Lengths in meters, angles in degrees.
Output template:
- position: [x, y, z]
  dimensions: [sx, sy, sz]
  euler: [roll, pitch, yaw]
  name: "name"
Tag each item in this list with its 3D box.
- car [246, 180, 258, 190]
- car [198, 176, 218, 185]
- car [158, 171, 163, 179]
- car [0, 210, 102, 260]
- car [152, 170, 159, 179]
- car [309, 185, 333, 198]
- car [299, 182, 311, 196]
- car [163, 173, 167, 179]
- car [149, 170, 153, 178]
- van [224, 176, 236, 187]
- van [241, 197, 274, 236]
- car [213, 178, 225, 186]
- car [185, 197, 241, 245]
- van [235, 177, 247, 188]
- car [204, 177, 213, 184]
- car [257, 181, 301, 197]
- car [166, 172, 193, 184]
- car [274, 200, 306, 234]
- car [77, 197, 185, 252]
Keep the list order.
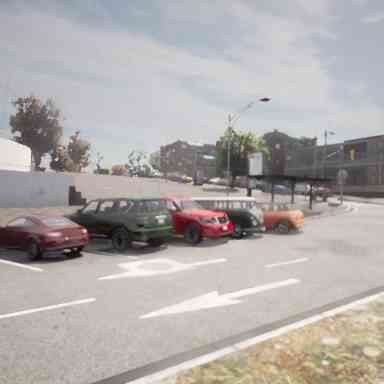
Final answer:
- position: [12.011, -1.085, 57.626]
  dimensions: [2.231, 1.521, 4.892]
  euler: [7, 3, 35]
  name: "car"
- position: [3.353, -2.411, 69.959]
  dimensions: [2.002, 1.452, 4.674]
  euler: [7, 3, 35]
  name: "car"
- position: [-5.419, -3.945, 82.179]
  dimensions: [2.185, 1.767, 4.553]
  euler: [6, 3, 34]
  name: "car"
- position: [-5.794, 1.530, 12.368]
  dimensions: [4.674, 1.452, 2.002]
  euler: [-1, -1, 35]
  name: "car"
- position: [-7.153, -4.180, 84.646]
  dimensions: [2.185, 1.767, 4.553]
  euler: [4, 1, 33]
  name: "car"
- position: [18.929, 0.045, 47.780]
  dimensions: [2.002, 1.452, 4.674]
  euler: [7, 3, 35]
  name: "car"
- position: [17.233, -0.518, 50.249]
  dimensions: [2.435, 2.045, 5.566]
  euler: [7, 3, 35]
  name: "car"
- position: [-3.621, -3.794, 79.716]
  dimensions: [2.435, 2.045, 5.566]
  euler: [7, 4, 34]
  name: "car"
- position: [-8.928, -4.458, 86.991]
  dimensions: [2.435, 2.045, 5.566]
  euler: [1, -1, 34]
  name: "car"
- position: [8.513, -1.857, 62.454]
  dimensions: [1.878, 1.987, 4.442]
  euler: [7, 4, 35]
  name: "van"
- position: [1.677, 1.262, 17.512]
  dimensions: [4.442, 1.987, 1.878]
  euler: [-1, -1, 35]
  name: "van"
- position: [6.935, -1.906, 65.182]
  dimensions: [1.946, 1.575, 5.366]
  euler: [7, 3, 35]
  name: "car"
- position: [-0.859, 1.238, 15.838]
  dimensions: [5.566, 2.045, 2.435]
  euler: [-1, -1, 35]
  name: "car"
- position: [10.246, -1.584, 59.985]
  dimensions: [1.878, 1.987, 4.442]
  euler: [7, 4, 35]
  name: "van"
- position: [5.099, -2.137, 67.500]
  dimensions: [2.002, 1.452, 4.674]
  euler: [7, 4, 35]
  name: "car"
- position: [11.236, -0.288, 43.378]
  dimensions: [1.812, 1.442, 4.674]
  euler: [2, 4, -36]
  name: "car"
- position: [-2.125, -2.352, 62.057]
  dimensions: [2.033, 1.411, 5.357]
  euler: [2, 4, -35]
  name: "car"
- position: [4.084, 1.363, 19.266]
  dimensions: [4.553, 1.767, 2.185]
  euler: [-1, -1, 35]
  name: "car"
- position: [-3.369, 1.239, 14.129]
  dimensions: [5.566, 2.045, 2.435]
  euler: [-1, -1, 35]
  name: "car"
